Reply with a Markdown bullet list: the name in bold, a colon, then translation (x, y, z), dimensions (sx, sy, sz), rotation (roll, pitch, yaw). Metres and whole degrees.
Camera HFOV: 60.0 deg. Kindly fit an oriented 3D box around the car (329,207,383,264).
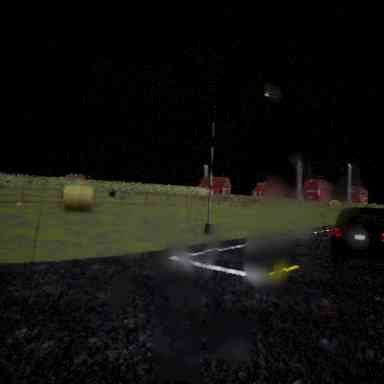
- **car**: translation (7.001, 1.623, 12.627), dimensions (2.150, 2.045, 5.566), rotation (2, -1, 39)
